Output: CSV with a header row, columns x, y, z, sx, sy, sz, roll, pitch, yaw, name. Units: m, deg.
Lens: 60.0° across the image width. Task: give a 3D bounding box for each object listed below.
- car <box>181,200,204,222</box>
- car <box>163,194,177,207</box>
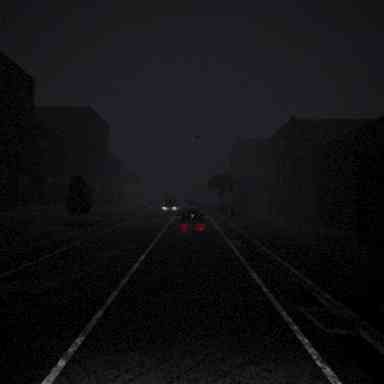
x,y,z,sx,sy,sz,roll,pitch,yaw,name
0.032,1.706,28.514,1.812,1.442,4.674,0,0,0,car
-3.660,1.415,56.666,2.150,2.045,5.566,0,1,0,car
